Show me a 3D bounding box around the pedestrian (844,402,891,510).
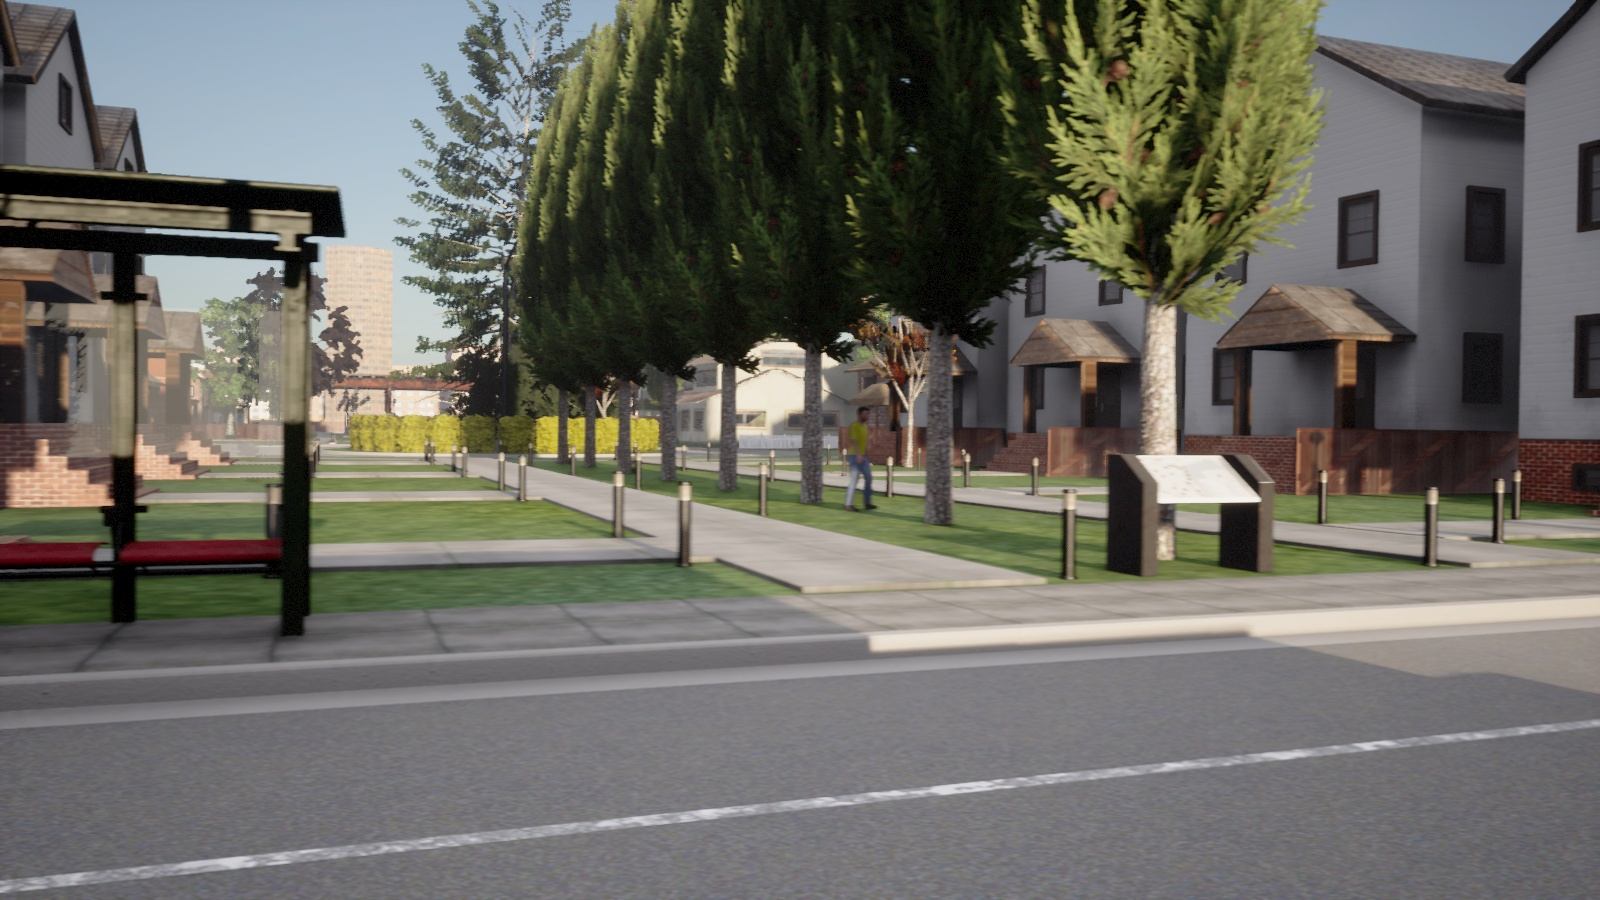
[{"bbox_3d":[1.157,0.098,21.520,0.706,1.836,0.354,0,1,33],"label":"pedestrian"}]
